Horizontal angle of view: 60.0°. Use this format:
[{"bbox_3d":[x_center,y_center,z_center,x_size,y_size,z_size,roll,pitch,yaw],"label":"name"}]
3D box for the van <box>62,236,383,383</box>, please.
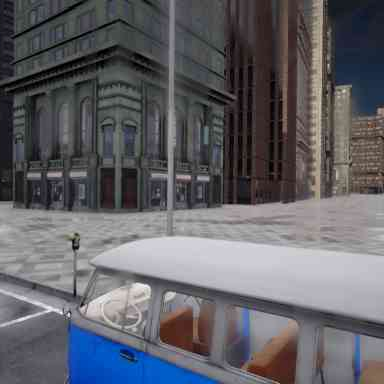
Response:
[{"bbox_3d":[0.722,1.341,2.477,3.998,1.788,1.690,0,1,35],"label":"van"}]
